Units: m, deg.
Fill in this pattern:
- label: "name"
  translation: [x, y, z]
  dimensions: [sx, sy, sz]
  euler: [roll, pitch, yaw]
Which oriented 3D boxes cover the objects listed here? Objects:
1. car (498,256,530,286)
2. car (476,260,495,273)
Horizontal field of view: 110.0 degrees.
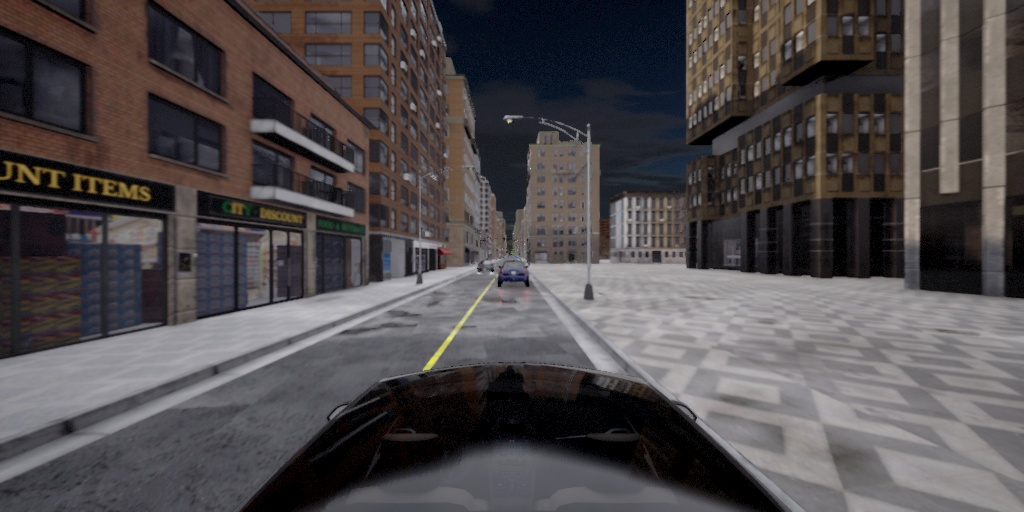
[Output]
- label: "car"
  translation: [0.107, 1.074, 24.933]
  dimensions: [2.097, 1.767, 4.553]
  euler: [0, 0, 0]
- label: "car"
  translation: [-3.069, 1.227, 42.815]
  dimensions: [1.812, 1.442, 4.674]
  euler: [0, 0, 0]
